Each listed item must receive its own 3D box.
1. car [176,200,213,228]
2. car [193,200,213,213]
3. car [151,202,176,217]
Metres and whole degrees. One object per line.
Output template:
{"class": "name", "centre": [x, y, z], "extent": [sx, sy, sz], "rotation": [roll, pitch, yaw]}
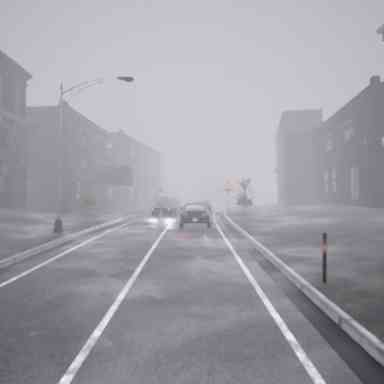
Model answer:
{"class": "car", "centre": [0.217, 1.399, 21.069], "extent": [1.812, 1.442, 4.674], "rotation": [0, 0, 1]}
{"class": "car", "centre": [1.385, 1.663, 38.939], "extent": [1.994, 1.385, 4.181], "rotation": [-1, -1, 6]}
{"class": "car", "centre": [-2.550, 1.566, 30.869], "extent": [1.895, 1.301, 4.718], "rotation": [0, -1, 4]}
